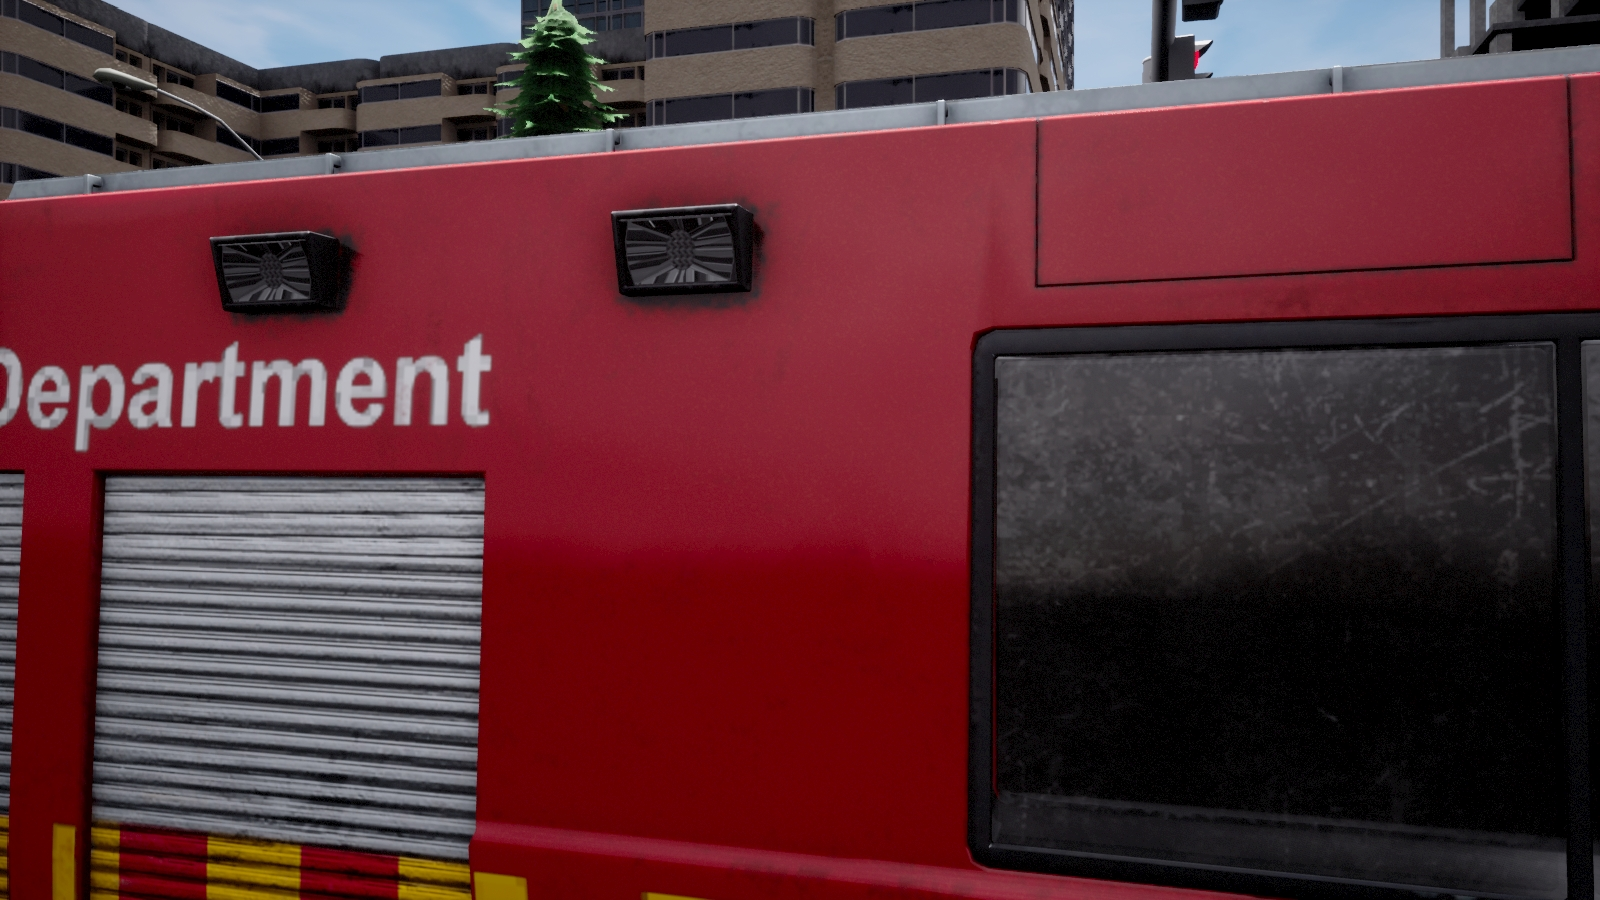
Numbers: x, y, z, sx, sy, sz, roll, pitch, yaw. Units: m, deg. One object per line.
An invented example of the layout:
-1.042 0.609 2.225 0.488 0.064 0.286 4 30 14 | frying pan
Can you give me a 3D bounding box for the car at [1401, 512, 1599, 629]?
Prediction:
12.484 2.037 20.491 2.038 1.542 4.974 0 0 16 | car
